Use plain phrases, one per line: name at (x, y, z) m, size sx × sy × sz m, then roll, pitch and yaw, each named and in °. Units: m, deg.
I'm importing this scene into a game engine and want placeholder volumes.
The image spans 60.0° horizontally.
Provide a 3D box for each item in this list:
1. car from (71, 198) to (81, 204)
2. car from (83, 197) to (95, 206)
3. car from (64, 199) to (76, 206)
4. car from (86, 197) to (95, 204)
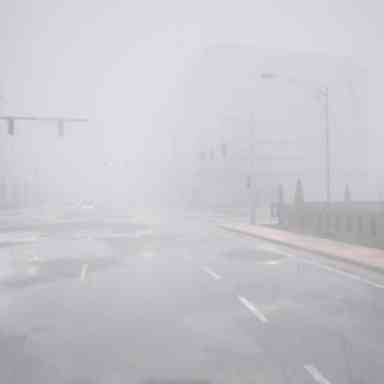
car at (-28.604, 2.139, 81.953) m, size 1.994 × 1.385 × 4.181 m, roll -1°, pitch 0°, yaw -15°
car at (-20.912, 2.064, 67.290) m, size 2.128 × 1.511 × 4.902 m, roll -1°, pitch 0°, yaw -15°
car at (-24.284, 2.121, 66.354) m, size 1.994 × 1.385 × 4.181 m, roll -1°, pitch 0°, yaw -15°
car at (-25.232, 2.057, 82.887) m, size 1.837 × 1.490 × 4.892 m, roll -1°, pitch 0°, yaw -15°
